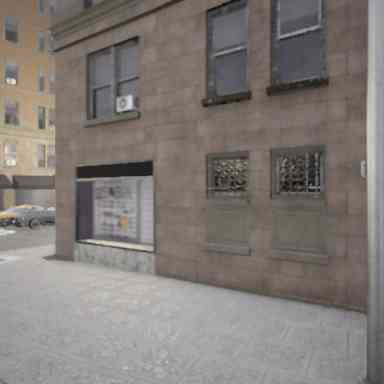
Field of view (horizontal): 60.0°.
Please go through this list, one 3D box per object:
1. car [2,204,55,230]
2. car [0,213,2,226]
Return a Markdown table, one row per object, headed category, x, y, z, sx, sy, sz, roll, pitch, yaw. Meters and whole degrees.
| category | x | y | z | sx | sy | sz | roll | pitch | yaw |
| --- | --- | --- | --- | --- | --- | --- | --- | --- | --- |
| car | -9.364 | 1.554 | 21.288 | 1.994 | 1.385 | 4.181 | 0 | 0 | 35 |
| car | -11.666 | 1.517 | 22.807 | 1.752 | 1.417 | 4.829 | 0 | 0 | 35 |
